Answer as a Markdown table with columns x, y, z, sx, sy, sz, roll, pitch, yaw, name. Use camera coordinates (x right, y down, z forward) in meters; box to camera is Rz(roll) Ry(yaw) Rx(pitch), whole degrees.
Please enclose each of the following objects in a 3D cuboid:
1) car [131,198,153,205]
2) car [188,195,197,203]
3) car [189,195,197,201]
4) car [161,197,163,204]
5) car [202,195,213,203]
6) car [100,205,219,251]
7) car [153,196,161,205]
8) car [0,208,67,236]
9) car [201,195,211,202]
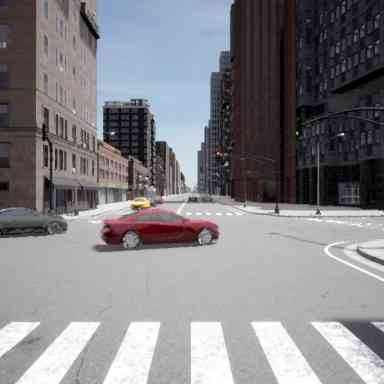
| x | y | z | sx | sy | sz | roll | pitch | yaw | name |
| --- | --- | --- | --- | --- | --- | --- | --- | --- | --- |
| -6.521 | 1.486 | 42.196 | 1.882 | 1.535 | 5.008 | 0 | 0 | 0 | car |
| 0.129 | 1.485 | 70.970 | 1.882 | 1.535 | 5.008 | 0 | 0 | 0 | car |
| 0.148 | 1.452 | 81.389 | 1.882 | 1.535 | 5.008 | 0 | 0 | 0 | car |
| -6.450 | 1.488 | 61.867 | 1.882 | 1.535 | 5.008 | 0 | 0 | 0 | car |
| 3.379 | 1.532 | 70.964 | 2.128 | 1.511 | 4.902 | 0 | 0 | 0 | car |
| -1.296 | 1.481 | 14.058 | 5.008 | 1.535 | 1.882 | 0 | 0 | -19 | car |
| -6.490 | 1.574 | 51.446 | 1.994 | 1.385 | 4.181 | 0 | 0 | 1 | car |
| -8.532 | 1.485 | 16.773 | 4.181 | 1.385 | 1.994 | 2 | -1 | -36 | car |
| 3.398 | 1.499 | 81.384 | 2.128 | 1.511 | 4.902 | 0 | 0 | 0 | car |
